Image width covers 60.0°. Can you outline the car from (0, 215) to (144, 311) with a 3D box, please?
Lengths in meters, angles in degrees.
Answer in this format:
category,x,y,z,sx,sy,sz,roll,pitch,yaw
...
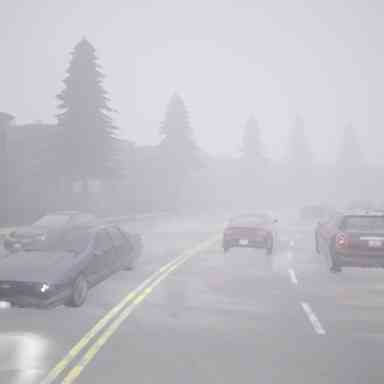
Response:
category,x,y,z,sx,sy,sz,roll,pitch,yaw
car,-2.775,1.542,8.293,2.033,1.411,5.357,0,0,10

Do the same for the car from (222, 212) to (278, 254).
category,x,y,z,sx,sy,sz,roll,pitch,yaw
car,2.452,1.533,13.554,1.812,1.442,4.674,0,0,17

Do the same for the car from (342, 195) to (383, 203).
category,x,y,z,sx,sy,sz,roll,pitch,yaw
car,14.072,1.387,26.767,2.097,1.767,4.553,0,0,41

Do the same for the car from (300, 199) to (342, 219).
category,x,y,z,sx,sy,sz,roll,pitch,yaw
car,10.973,1.506,28.543,1.882,1.535,5.008,0,0,40

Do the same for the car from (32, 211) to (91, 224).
category,x,y,z,sx,sy,sz,roll,pitch,yaw
car,-5.108,1.515,13.199,1.812,1.442,4.674,0,0,16

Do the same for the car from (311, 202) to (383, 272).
category,x,y,z,sx,sy,sz,roll,pitch,yaw
car,5.267,1.364,10.704,2.097,1.767,4.553,0,0,14
